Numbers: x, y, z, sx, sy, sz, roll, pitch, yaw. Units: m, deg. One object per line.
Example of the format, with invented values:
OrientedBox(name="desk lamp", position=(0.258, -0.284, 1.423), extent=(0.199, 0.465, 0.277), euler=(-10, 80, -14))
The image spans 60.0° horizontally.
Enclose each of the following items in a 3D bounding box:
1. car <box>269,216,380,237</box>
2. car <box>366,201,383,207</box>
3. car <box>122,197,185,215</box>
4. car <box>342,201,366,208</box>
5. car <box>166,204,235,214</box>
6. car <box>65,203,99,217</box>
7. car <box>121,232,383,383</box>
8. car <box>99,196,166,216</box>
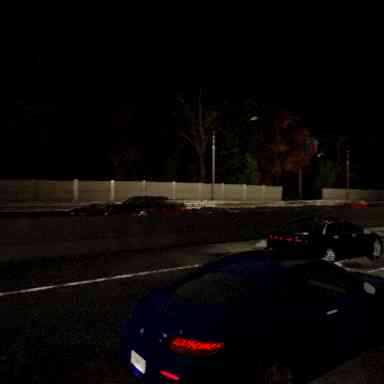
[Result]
OrientedBox(name="car", position=(4.667, 1.605, 11.380), extent=(4.892, 1.490, 1.837), euler=(1, 0, -36))
OrientedBox(name="car", position=(28.880, 2.088, 50.359), extent=(4.181, 1.385, 1.994), euler=(1, 0, -35))
OrientedBox(name="car", position=(-2.268, 1.466, 23.875), extent=(4.553, 1.767, 2.097), euler=(1, 0, -36))
OrientedBox(name="car", position=(25.801, 2.112, 52.449), extent=(4.718, 1.301, 1.895), euler=(1, 0, -35))
OrientedBox(name="car", position=(1.250, 1.680, 22.088), extent=(5.357, 1.411, 2.033), euler=(1, 0, -36))
OrientedBox(name="car", position=(-7.929, 1.642, 28.436), extent=(5.357, 1.411, 2.033), euler=(1, 0, -36))
OrientedBox(name="car", position=(1.334, 1.561, 4.699), extent=(4.674, 1.442, 1.812), euler=(1, 0, -36))
OrientedBox(name="car", position=(-4.211, 1.336, 26.788), extent=(5.566, 2.045, 2.150), euler=(1, 0, -36))
